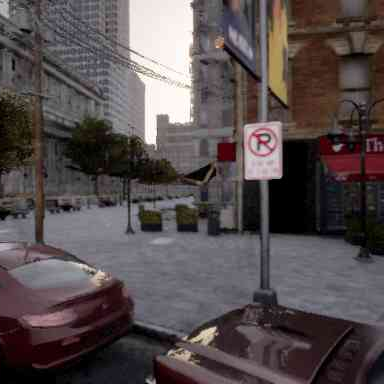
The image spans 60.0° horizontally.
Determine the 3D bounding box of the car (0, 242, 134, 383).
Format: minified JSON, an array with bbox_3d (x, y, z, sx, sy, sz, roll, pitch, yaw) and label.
[{"bbox_3d":[-3.046,1.517,5.108,4.674,1.452,2.002,0,0,28],"label":"car"}]
